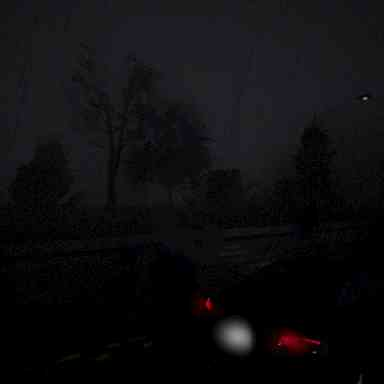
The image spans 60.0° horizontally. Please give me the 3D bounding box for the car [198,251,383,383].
[{"bbox_3d":[2.161,1.600,4.857,4.181,1.385,1.994,1,0,-35],"label":"car"}]
